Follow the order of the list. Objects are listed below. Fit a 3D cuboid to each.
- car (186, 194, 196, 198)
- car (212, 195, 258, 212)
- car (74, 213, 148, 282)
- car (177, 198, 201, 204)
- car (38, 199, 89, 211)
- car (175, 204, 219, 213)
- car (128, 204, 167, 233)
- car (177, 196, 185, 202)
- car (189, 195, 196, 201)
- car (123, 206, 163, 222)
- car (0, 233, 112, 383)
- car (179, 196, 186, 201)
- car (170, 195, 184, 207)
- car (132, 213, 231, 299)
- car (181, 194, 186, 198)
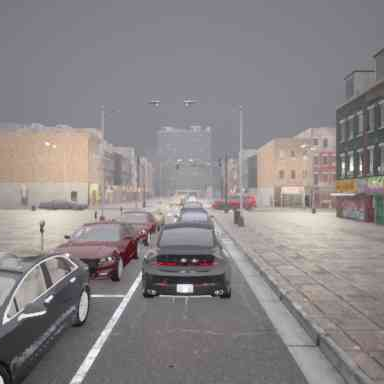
[{"bbox_3d":[0.141,1.661,69.191,1.812,1.442,4.674,0,0,0],"label":"car"},{"bbox_3d":[5.248,1.343,40.953,5.566,2.045,2.150,1,0,0],"label":"car"},{"bbox_3d":[-2.626,1.549,9.830,1.887,1.381,4.507,0,0,0],"label":"car"},{"bbox_3d":[0.041,1.502,26.197,1.882,1.535,5.008,0,0,0],"label":"car"},{"bbox_3d":[-14.627,1.490,37.948,5.357,1.411,2.033,0,0,2],"label":"car"},{"bbox_3d":[0.104,1.536,15.928,1.812,1.442,4.674,0,0,0],"label":"car"},{"bbox_3d":[-2.619,1.541,20.648,1.752,1.417,4.829,0,0,0],"label":"car"},{"bbox_3d":[-2.581,1.699,79.825,1.752,1.417,4.829,0,0,0],"label":"car"},{"bbox_3d":[0.064,1.728,93.696,1.837,1.490,4.892,0,0,0],"label":"car"},{"bbox_3d":[-2.623,1.554,15.325,1.887,1.381,4.507,0,0,0],"label":"car"},{"bbox_3d":[-2.630,1.552,4.336,2.008,1.369,4.403,0,0,0],"label":"car"},{"bbox_3d":[-2.573,1.762,90.884,1.887,1.381,4.507,0,0,0],"label":"car"},{"bbox_3d":[-2.599,1.609,52.606,1.752,1.417,4.829,0,0,0],"label":"car"},{"bbox_3d":[-0.071,1.508,8.484,1.837,1.490,4.892,0,0,1],"label":"car"},{"bbox_3d":[-2.594,1.414,58.220,2.192,1.841,5.009,0,0,0],"label":"car"}]
